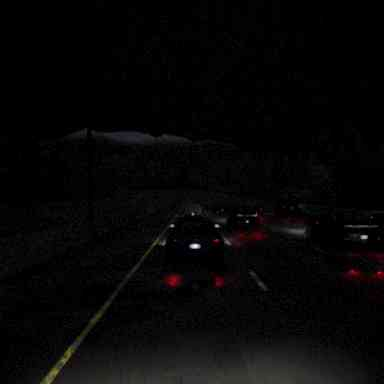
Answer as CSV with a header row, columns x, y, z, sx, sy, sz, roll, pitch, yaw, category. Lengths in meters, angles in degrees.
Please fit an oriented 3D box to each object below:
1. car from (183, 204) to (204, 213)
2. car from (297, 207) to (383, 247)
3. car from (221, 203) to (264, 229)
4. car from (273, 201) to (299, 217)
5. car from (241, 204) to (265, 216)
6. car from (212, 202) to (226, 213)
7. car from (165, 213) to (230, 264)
x,y,z,sx,sy,sz,roll,pitch,yaw,category
0.089,1.924,33.940,1.812,1.442,4.674,0,-1,0,car
7.094,1.672,16.126,2.128,1.511,4.902,0,-1,0,car
3.592,1.769,24.057,2.128,1.511,4.902,0,-1,0,car
10.588,1.793,37.329,2.097,1.767,4.553,0,-1,0,car
7.087,2.065,39.219,1.895,1.301,4.718,0,-1,0,car
3.587,1.971,41.609,1.882,1.535,5.008,0,-1,0,car
0.096,1.698,12.426,1.994,1.385,4.181,0,-1,0,car
